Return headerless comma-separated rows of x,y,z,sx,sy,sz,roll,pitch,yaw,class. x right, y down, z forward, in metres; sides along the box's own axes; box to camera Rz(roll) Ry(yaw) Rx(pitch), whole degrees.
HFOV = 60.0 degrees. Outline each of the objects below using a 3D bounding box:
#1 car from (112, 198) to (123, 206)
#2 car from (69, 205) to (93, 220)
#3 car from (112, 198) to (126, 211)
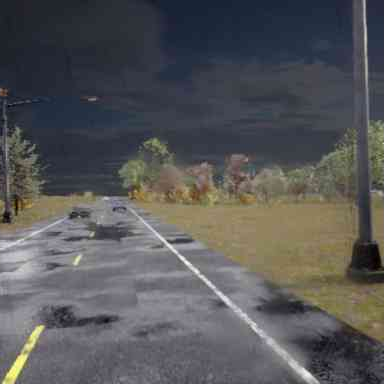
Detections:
-14.445,1.970,64.813,2.033,1.411,5.357,-2,0,-12,car
-10.534,1.903,31.754,1.895,1.301,4.718,-2,0,-13,car
-10.166,1.845,46.552,2.033,1.411,5.357,-2,0,-13,car
